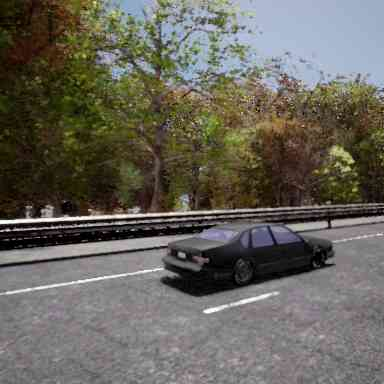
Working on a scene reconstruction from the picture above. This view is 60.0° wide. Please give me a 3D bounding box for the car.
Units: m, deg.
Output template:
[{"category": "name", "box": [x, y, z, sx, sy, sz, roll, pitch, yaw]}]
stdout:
[{"category": "car", "box": [1.795, 1.539, 9.355, 5.357, 1.411, 2.033, 0, 0, -36]}]
